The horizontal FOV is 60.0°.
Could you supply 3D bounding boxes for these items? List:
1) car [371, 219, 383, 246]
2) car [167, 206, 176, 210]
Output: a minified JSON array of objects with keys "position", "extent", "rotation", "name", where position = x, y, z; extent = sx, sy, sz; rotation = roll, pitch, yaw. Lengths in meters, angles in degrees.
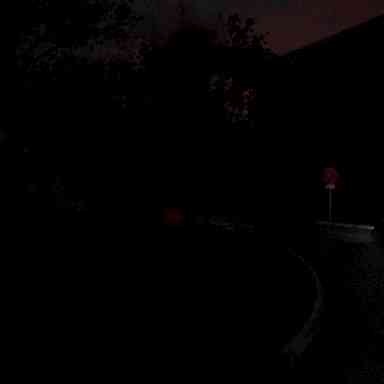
[{"position":[7.875,1.427,11.408],"extent":[1.882,1.535,5.008],"rotation":[3,1,12],"name":"car"},{"position":[-3.528,0.728,28.335],"extent":[4.892,1.490,1.837],"rotation":[3,0,37],"name":"car"}]
